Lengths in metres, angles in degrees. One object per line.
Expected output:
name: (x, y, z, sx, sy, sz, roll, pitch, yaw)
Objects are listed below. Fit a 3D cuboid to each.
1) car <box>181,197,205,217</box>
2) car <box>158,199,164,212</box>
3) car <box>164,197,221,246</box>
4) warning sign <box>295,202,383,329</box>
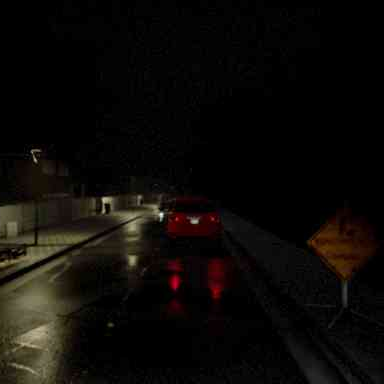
car: (0.082, 1.362, 31.553, 2.097, 1.767, 4.553, 0, 0, 0)
car: (-2.860, 1.563, 39.342, 2.033, 1.411, 5.357, 0, 0, 0)
car: (0.084, 1.225, 15.448, 2.150, 2.045, 5.566, 0, 0, 0)
warning sign: (2.520, 1.116, 5.492, 1.300, 1.860, 1.060, 0, 0, 0)
